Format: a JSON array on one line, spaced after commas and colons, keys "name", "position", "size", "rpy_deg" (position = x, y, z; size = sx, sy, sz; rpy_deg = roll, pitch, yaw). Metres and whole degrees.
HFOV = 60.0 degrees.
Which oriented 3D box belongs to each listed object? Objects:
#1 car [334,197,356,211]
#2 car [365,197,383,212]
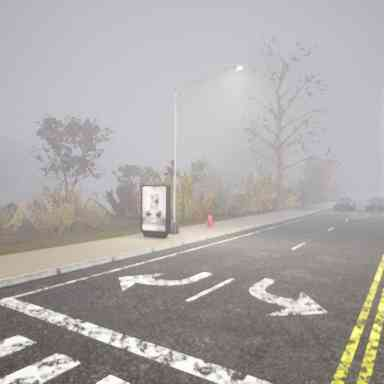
[{"name": "car", "position": [18.438, 1.363, 39.950], "size": [2.097, 1.767, 4.553], "rpy_deg": [0, 0, 30]}, {"name": "car", "position": [21.253, 1.365, 38.326], "size": [2.097, 1.767, 4.553], "rpy_deg": [0, 0, 30]}]
